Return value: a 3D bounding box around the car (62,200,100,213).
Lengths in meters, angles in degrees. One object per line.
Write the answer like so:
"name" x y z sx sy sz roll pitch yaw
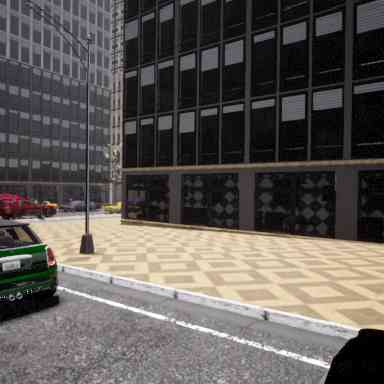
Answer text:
"car" -13.816 1.743 41.332 2.033 1.411 5.357 1 0 37

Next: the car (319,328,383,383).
"car" 3.014 1.601 1.529 4.718 1.301 1.895 0 0 36

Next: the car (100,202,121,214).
"car" -8.098 1.830 39.337 1.752 1.417 4.829 1 0 37

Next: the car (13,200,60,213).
"car" -18.393 1.643 39.519 1.752 1.417 4.829 1 0 37

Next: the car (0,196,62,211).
"car" -14.912 1.519 30.138 2.192 1.841 5.009 1 0 37

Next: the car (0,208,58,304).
"car" -4.984 1.348 7.248 4.553 1.767 2.097 0 0 36
